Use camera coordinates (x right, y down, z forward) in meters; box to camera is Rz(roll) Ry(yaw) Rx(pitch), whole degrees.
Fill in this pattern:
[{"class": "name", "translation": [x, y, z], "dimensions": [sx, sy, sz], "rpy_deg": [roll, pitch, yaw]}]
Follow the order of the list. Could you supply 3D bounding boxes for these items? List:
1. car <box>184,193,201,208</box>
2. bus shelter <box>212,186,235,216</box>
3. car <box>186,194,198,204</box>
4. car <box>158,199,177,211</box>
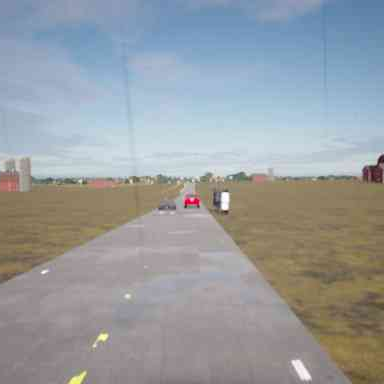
[{"class": "car", "translation": [0.020, 1.159, 47.238], "dimensions": [2.150, 2.045, 5.566], "rpy_deg": [0, 1, 1]}, {"class": "bus shelter", "translation": [3.173, 0.842, 34.410], "dimensions": [1.920, 2.740, 3.880], "rpy_deg": [2, 2, 0]}, {"class": "car", "translation": [-0.010, 1.235, 59.932], "dimensions": [2.097, 1.767, 4.553], "rpy_deg": [0, 0, 0]}, {"class": "car", "translation": [-2.844, 1.519, 39.295], "dimensions": [1.994, 1.385, 4.181], "rpy_deg": [0, 0, 0]}]
